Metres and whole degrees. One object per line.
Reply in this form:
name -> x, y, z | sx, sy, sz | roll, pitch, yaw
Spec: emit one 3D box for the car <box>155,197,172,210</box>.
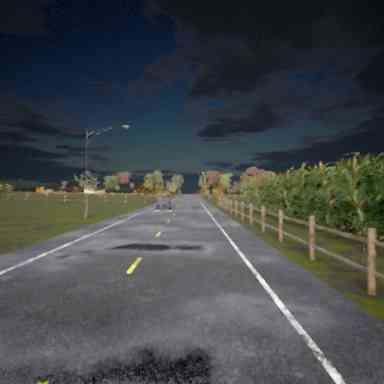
car -> -3.577, 1.407, 41.852 | 1.837, 1.490, 4.892 | 0, 0, 0
